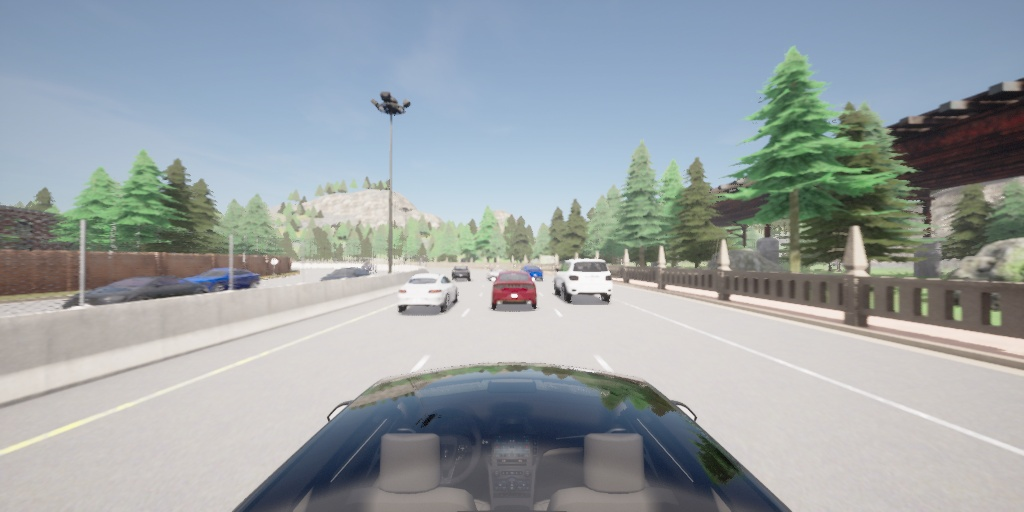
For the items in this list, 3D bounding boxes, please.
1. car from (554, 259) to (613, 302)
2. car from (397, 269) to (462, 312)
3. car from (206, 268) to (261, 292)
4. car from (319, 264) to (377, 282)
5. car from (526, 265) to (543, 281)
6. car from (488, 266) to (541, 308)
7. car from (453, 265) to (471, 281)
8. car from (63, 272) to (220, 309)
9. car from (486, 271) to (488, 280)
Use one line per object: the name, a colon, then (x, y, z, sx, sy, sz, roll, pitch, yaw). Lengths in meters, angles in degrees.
car: (3.542, 1.194, 18.700, 2.150, 2.045, 5.566, 0, -1, -1)
car: (-3.430, 1.451, 15.118, 1.812, 1.442, 4.674, 0, -1, -1)
car: (-17.783, 1.492, 22.082, 1.882, 1.535, 5.008, 0, -1, -3)
car: (-10.872, 1.514, 23.665, 1.882, 1.535, 5.008, 0, -1, -4)
car: (1.797, 1.687, 36.773, 1.882, 1.535, 5.008, 0, -1, -10)
car: (0.071, 1.420, 16.377, 1.882, 1.535, 5.008, 0, -1, -1)
car: (-5.261, 1.697, 36.539, 2.128, 1.511, 4.902, 0, -1, -10)
car: (-14.137, 1.471, 13.881, 1.994, 1.385, 4.181, 0, -1, 0)
car: (-1.477, 1.792, 35.406, 1.895, 1.301, 4.718, 0, -1, -9)
